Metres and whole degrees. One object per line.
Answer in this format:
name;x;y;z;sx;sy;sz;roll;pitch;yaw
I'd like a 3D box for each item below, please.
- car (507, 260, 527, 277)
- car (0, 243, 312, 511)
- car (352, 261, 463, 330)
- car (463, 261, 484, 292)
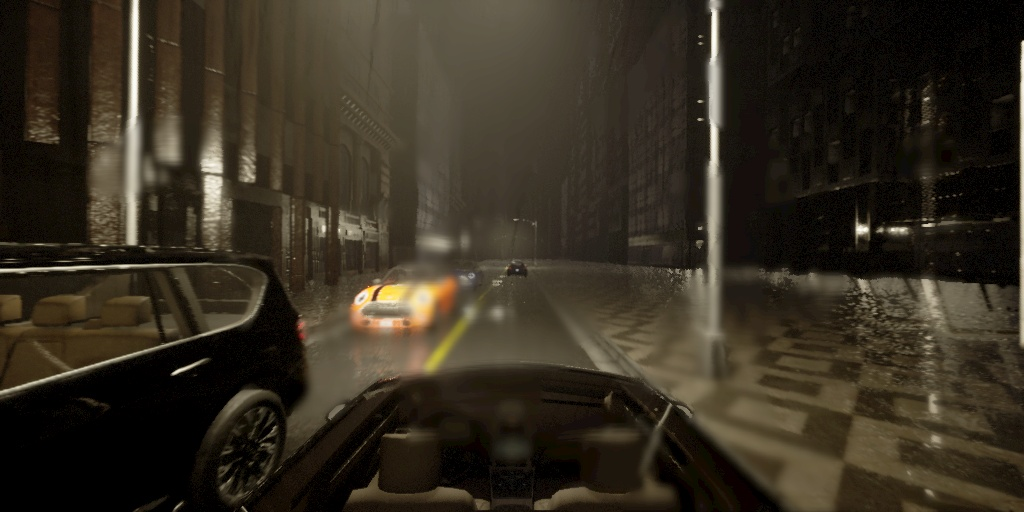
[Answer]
car;0.499;1.300;35.779;1.994;1.385;4.181;0;0;0
car;-3.121;0.945;1.316;2.150;2.045;5.566;0;0;1
car;-3.007;1.072;10.984;2.097;1.767;4.553;0;0;1
car;-2.873;1.069;21.232;2.097;1.767;4.553;0;0;1
